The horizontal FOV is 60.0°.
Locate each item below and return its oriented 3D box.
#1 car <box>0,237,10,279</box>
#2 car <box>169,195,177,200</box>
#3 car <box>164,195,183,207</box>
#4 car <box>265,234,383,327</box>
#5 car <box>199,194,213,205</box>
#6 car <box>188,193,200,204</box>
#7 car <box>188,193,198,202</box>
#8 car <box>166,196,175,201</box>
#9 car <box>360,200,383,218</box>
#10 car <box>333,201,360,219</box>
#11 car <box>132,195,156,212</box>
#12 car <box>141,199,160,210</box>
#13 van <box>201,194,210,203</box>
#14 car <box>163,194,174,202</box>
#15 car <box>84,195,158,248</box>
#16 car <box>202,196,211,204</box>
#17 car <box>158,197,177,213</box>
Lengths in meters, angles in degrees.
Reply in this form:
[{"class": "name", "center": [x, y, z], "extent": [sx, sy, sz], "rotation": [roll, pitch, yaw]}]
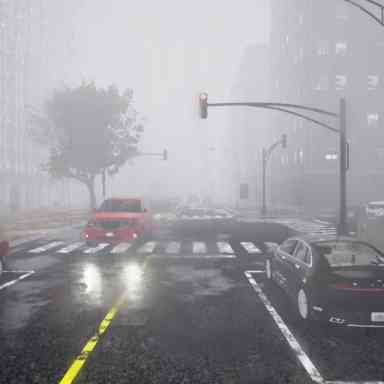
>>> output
[{"class": "car", "center": [-5.673, 1.545, 6.965], "extent": [1.887, 1.381, 4.507], "rotation": [0, 0, 0]}, {"class": "car", "center": [-5.421, 1.654, 94.582], "extent": [2.008, 1.369, 4.403], "rotation": [0, 0, 0]}, {"class": "car", "center": [-2.942, 1.582, 53.063], "extent": [2.033, 1.411, 5.357], "rotation": [0, 0, 0]}, {"class": "car", "center": [2.707, 1.551, 6.941], "extent": [2.008, 1.369, 4.403], "rotation": [0, 0, 0]}, {"class": "car", "center": [2.865, 1.611, 61.420], "extent": [1.947, 1.339, 4.313], "rotation": [0, 0, 0]}, {"class": "car", "center": [0.283, 1.401, 63.530], "extent": [2.097, 1.767, 4.553], "rotation": [0, 0, 0]}, {"class": "car", "center": [0.226, 1.298, 78.892], "extent": [2.150, 2.045, 5.566], "rotation": [0, 0, 0]}, {"class": "car", "center": [-5.453, 1.632, 83.536], "extent": [2.008, 1.369, 4.403], "rotation": [0, 0, 0]}, {"class": "car", "center": [15.503, 0.994, 23.752], "extent": [5.566, 2.045, 2.150], "rotation": [-1, 0, 0]}, {"class": "car", "center": [13.500, 1.350, 26.316], "extent": [4.403, 1.369, 2.008], "rotation": [-1, 1, 0]}, {"class": "car", "center": [-5.580, 1.336, 39.353], "extent": [2.192, 1.841, 5.009], "rotation": [0, 0, 0]}, {"class": "car", "center": [-5.564, 1.592, 44.876], "extent": [1.947, 1.339, 4.313], "rotation": [0, 0, 0]}, {"class": "van", "center": [2.896, 1.402, 72.466], "extent": [1.690, 1.788, 3.998], "rotation": [0, 0, 0]}, {"class": "car", "center": [-5.469, 1.386, 78.013], "extent": [2.192, 1.841, 5.009], "rotation": [0, 0, 0]}, {"class": "car", "center": [-3.058, 1.225, 15.118], "extent": [2.150, 2.045, 5.566], "rotation": [0, 0, 0]}, {"class": "car", "center": [2.881, 1.578, 67.113], "extent": [1.752, 1.417, 4.829], "rotation": [0, 0, 0]}, {"class": "car", "center": [-2.997, 1.582, 36.419], "extent": [1.994, 1.385, 4.181], "rotation": [0, 0, 0]}]
